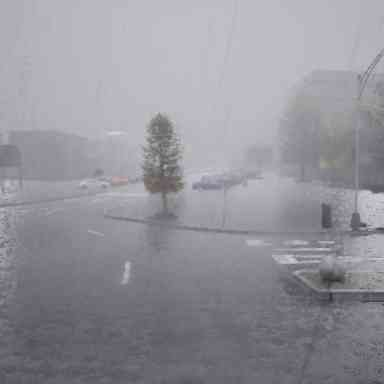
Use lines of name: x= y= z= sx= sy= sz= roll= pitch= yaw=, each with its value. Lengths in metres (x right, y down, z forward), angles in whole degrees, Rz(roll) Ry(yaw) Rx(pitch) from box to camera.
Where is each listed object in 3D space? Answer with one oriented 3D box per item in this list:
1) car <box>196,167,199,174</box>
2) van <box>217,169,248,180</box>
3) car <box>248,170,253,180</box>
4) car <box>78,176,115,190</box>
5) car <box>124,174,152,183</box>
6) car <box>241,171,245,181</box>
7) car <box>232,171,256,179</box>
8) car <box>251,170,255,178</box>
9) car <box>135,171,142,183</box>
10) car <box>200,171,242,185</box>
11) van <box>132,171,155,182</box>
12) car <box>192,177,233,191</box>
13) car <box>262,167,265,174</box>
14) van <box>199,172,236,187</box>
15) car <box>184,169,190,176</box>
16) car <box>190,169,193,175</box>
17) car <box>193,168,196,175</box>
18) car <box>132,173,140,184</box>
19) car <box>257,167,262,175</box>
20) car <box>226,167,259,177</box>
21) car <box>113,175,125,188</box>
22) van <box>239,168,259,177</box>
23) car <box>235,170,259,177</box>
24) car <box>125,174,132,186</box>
car: x=-1.229 y=-5.782 z=93.626 sx=4.553 sy=1.767 sz=2.185 roll=-1 pitch=6 yaw=-3
van: x=7.229 y=-2.589 z=59.766 sx=4.442 sy=1.987 sz=1.878 roll=0 pitch=6 yaw=-2
car: x=8.920 y=-2.938 z=65.482 sx=4.892 sy=1.521 sz=2.231 roll=0 pitch=6 yaw=-3
car: x=-14.210 y=-1.130 z=48.639 sx=4.674 sy=1.452 sz=2.002 roll=-1 pitch=5 yaw=-4
car: x=-10.214 y=-2.585 z=62.765 sx=5.008 sy=1.535 sz=2.097 roll=-1 pitch=5 yaw=-4
car: x=6.172 y=-2.203 z=56.919 sx=4.553 sy=1.767 sz=2.185 roll=0 pitch=6 yaw=-2
car: x=11.551 y=-3.804 z=74.087 sx=4.892 sy=1.521 sz=2.231 roll=0 pitch=6 yaw=-3
car: x=9.829 y=-3.198 z=68.351 sx=4.792 sy=1.488 sz=2.163 roll=0 pitch=6 yaw=-3
car: x=-10.982 y=-2.427 z=59.924 sx=4.553 sy=1.767 sz=2.185 roll=-1 pitch=6 yaw=-4
car: x=4.353 y=-1.754 z=51.210 sx=5.566 sy=2.045 sz=2.435 roll=0 pitch=6 yaw=-2
van: x=-9.525 y=-3.088 z=65.549 sx=4.442 sy=1.987 sz=1.878 roll=-1 pitch=6 yaw=-4
car: x=2.554 y=-0.932 z=45.558 sx=5.008 sy=1.535 sz=2.097 roll=0 pitch=6 yaw=-2
car: x=15.791 y=-5.476 z=88.375 sx=5.566 sy=2.045 sz=2.435 roll=0 pitch=5 yaw=-4
van: x=3.587 y=-1.443 z=48.383 sx=4.442 sy=1.987 sz=1.878 roll=0 pitch=6 yaw=-2
car: x=-3.718 y=-4.835 z=85.229 sx=5.008 sy=1.535 sz=2.097 roll=-1 pitch=6 yaw=-4
car: x=-2.875 y=-5.238 z=88.022 sx=4.553 sy=1.767 sz=2.185 roll=-1 pitch=6 yaw=-4
car: x=-2.084 y=-5.349 z=90.849 sx=4.674 sy=1.452 sz=2.002 roll=-1 pitch=5 yaw=-4
car: x=-11.841 y=-1.989 z=57.111 sx=4.792 sy=1.488 sz=2.163 roll=-1 pitch=6 yaw=-4
car: x=12.434 y=-4.343 z=76.930 sx=5.566 sy=2.045 sz=2.435 roll=0 pitch=6 yaw=-4
car: x=10.713 y=-3.766 z=71.191 sx=5.566 sy=2.045 sz=2.435 roll=0 pitch=6 yaw=-3
car: x=-13.383 y=-1.425 z=51.469 sx=4.792 sy=1.488 sz=2.163 roll=-1 pitch=5 yaw=-4
van: x=14.199 y=-4.892 z=82.662 sx=4.442 sy=1.987 sz=1.878 roll=0 pitch=5 yaw=-4
car: x=13.059 y=-4.384 z=79.799 sx=5.366 sy=1.575 sz=1.946 roll=0 pitch=6 yaw=-4
car: x=-12.584 y=-1.862 z=54.274 sx=4.553 sy=1.767 sz=2.185 roll=-1 pitch=6 yaw=-4
